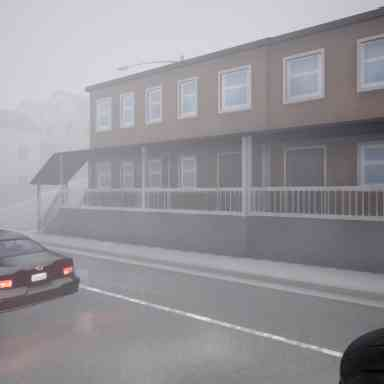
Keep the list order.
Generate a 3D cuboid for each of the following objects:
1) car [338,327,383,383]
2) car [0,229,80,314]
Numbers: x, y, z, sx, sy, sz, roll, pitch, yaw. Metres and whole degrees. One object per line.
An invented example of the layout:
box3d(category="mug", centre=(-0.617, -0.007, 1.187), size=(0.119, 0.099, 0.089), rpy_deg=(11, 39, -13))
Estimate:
box3d(category="car", centre=(3.387, 1.478, 1.573), size=(5.008, 1.535, 1.882), rpy_deg=(0, 0, 35))
box3d(category="car", centre=(-4.737, 1.547, 7.343), size=(5.357, 1.411, 2.033), rpy_deg=(0, 0, 36))
